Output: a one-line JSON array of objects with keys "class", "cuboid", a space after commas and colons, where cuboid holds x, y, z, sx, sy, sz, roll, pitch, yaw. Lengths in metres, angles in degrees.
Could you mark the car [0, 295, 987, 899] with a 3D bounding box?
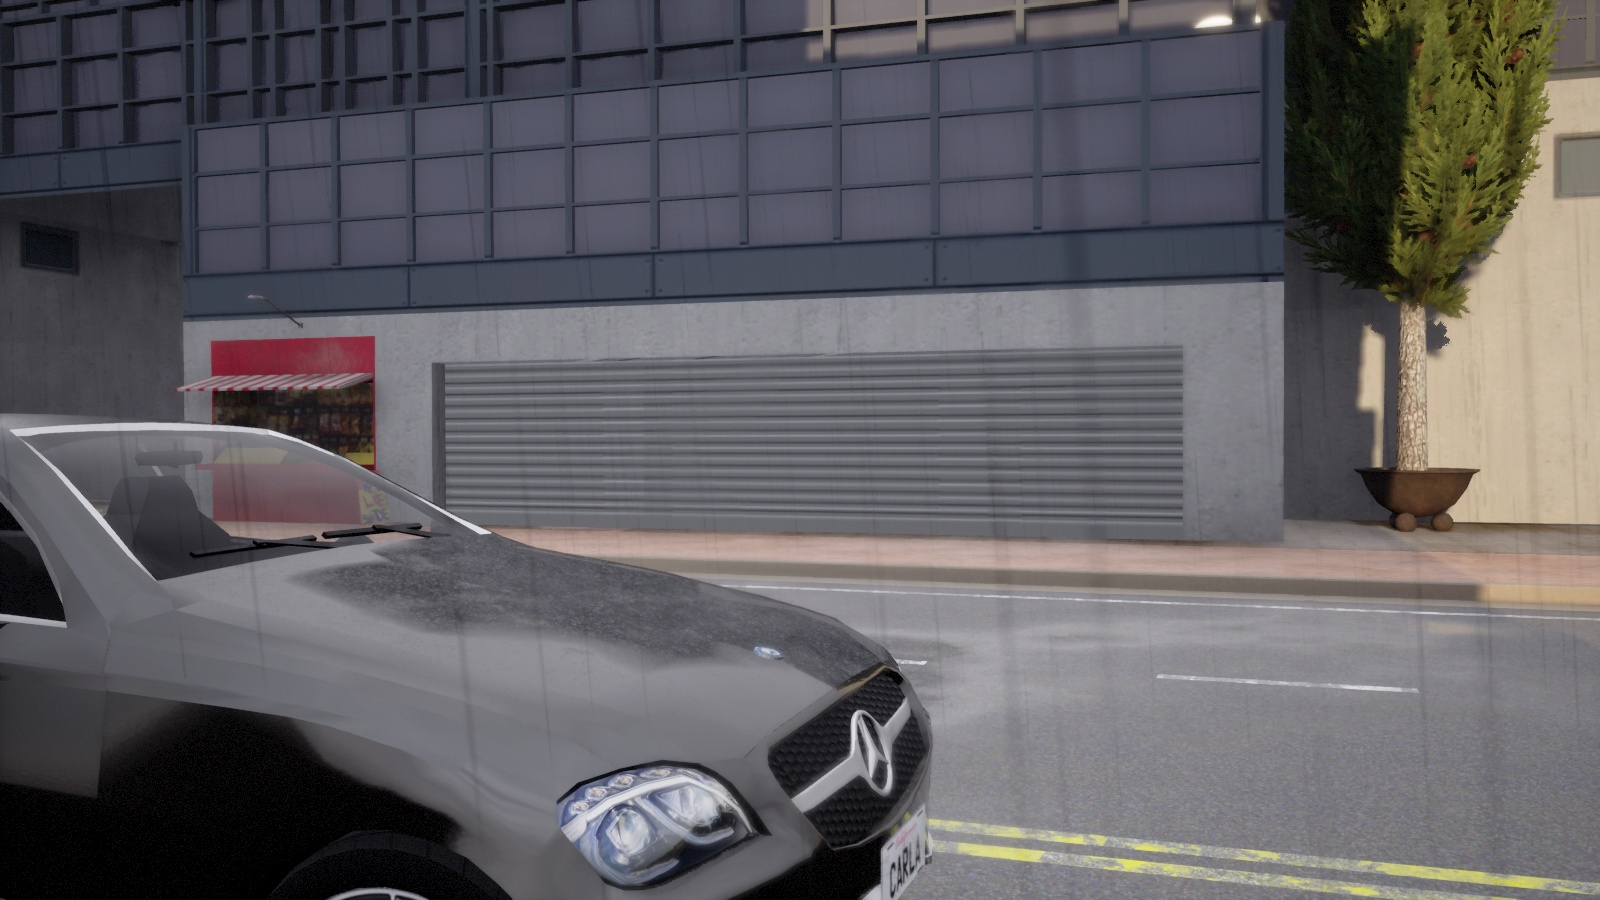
[{"class": "car", "cuboid": [-2.120, 0.535, 3.904, 5.027, 1.651, 2.152, 1, 1, 19]}]
